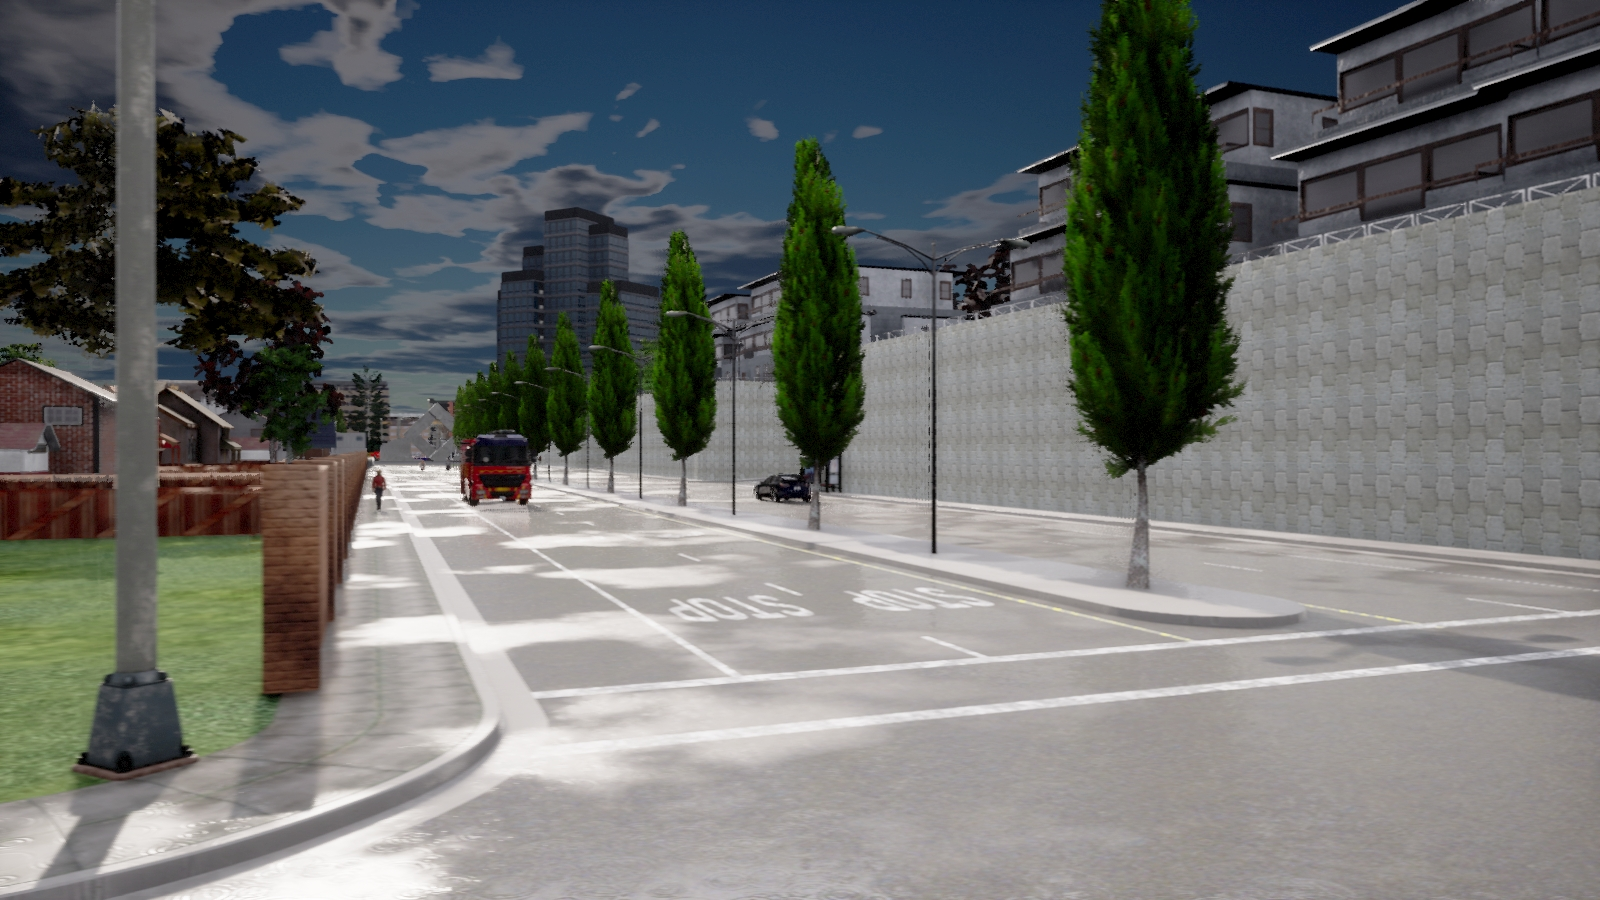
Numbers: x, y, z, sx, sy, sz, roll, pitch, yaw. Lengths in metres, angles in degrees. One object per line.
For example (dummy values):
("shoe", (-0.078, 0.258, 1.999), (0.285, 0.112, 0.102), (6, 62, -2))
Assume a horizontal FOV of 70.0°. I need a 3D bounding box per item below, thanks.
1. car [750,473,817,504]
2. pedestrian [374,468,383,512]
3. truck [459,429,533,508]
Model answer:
("car", (-0.952, 2.058, 62.300), (2.163, 1.488, 4.792), (0, 0, -21))
("pedestrian", (-18.031, 1.696, 48.894), (0.375, 1.860, 0.375), (0, 0, -21))
("truck", (-15.988, 0.889, 59.647), (2.891, 3.827, 8.468), (0, 0, -21))
